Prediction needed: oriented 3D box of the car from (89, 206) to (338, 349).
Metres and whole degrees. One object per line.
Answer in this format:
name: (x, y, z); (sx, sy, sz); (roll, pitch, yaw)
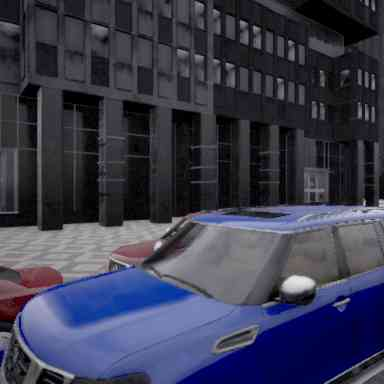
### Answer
car: (0.664, 1.315, 7.075); (5.009, 1.841, 2.192); (0, 0, -35)

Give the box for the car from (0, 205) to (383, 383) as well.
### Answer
car: (0.870, 1.221, 3.969); (5.566, 2.045, 2.150); (0, 0, -35)

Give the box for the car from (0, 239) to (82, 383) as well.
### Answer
car: (-3.852, 1.544, 3.913); (4.507, 1.381, 1.887); (0, 0, -35)
